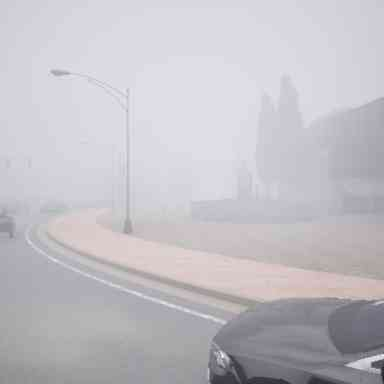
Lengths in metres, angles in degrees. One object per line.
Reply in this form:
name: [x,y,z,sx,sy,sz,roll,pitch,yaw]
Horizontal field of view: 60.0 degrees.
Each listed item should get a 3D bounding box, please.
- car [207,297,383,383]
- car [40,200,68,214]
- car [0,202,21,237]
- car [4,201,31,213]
car: [2.398,1.491,2.416,4.902,1.511,2.128,0,0,34]
car: [-15.032,1.609,36.389,1.994,1.385,4.181,0,0,-8]
car: [-10.462,1.516,17.707,2.128,1.511,4.902,0,0,-27]
car: [-18.436,1.595,34.281,2.033,1.411,5.357,0,0,-7]
